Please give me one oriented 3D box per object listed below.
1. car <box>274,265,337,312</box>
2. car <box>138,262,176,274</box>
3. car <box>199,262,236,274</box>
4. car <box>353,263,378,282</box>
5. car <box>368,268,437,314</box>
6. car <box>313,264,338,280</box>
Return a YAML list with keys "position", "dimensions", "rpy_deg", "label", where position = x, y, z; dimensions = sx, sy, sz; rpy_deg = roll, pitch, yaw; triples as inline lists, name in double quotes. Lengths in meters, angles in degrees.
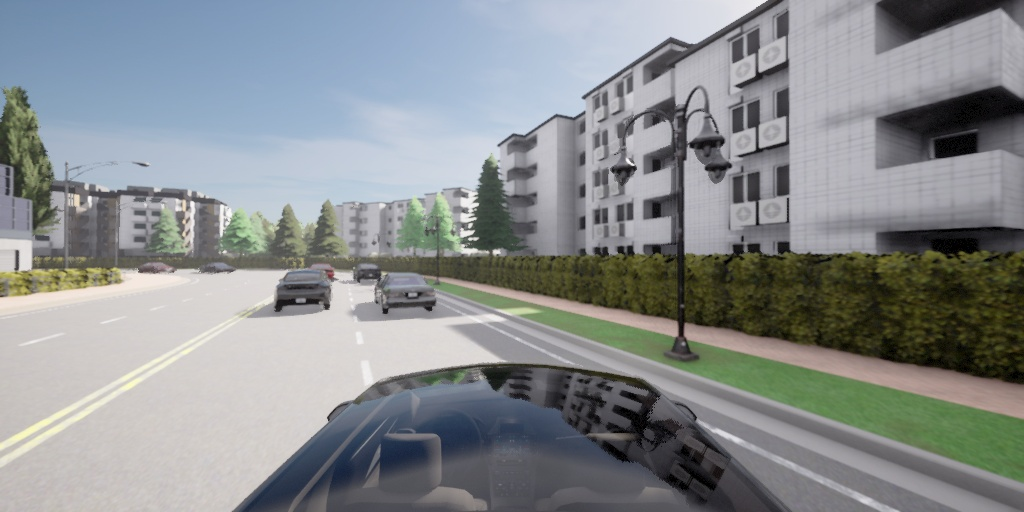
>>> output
- position: [-8.486, 1.324, 14.888]
  dimensions: [1.837, 1.490, 4.892]
  rpy_deg: [0, 0, -25]
  label: "car"
- position: [-43.811, 1.490, 44.173]
  dimensions: [4.674, 1.442, 1.812]
  rpy_deg: [0, -1, 19]
  label: "car"
- position: [-37.179, 1.520, 45.231]
  dimensions: [5.357, 1.411, 2.033]
  rpy_deg: [0, 0, 26]
  label: "car"
- position: [-12.508, 1.381, 30.863]
  dimensions: [1.882, 1.535, 5.008]
  rpy_deg: [0, 0, -29]
  label: "car"
- position: [-4.403, 1.365, 14.391]
  dimensions: [2.033, 1.411, 5.357]
  rpy_deg: [0, 0, -25]
  label: "car"
- position: [-15.672, 1.372, 29.382]
  dimensions: [1.882, 1.535, 5.008]
  rpy_deg: [0, 0, -29]
  label: "car"
